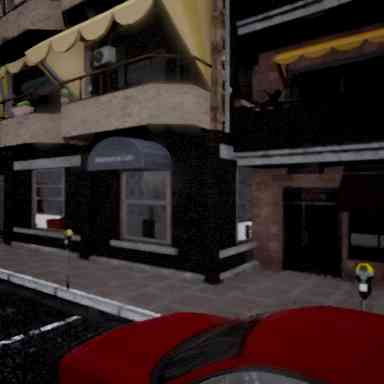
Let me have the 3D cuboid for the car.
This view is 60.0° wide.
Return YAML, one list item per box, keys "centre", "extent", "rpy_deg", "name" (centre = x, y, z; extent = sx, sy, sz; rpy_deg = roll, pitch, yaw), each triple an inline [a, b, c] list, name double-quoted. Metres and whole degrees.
- centre: [0.863, 1.543, 2.261]
  extent: [4.507, 1.381, 1.887]
  rpy_deg: [0, 0, 36]
  name: "car"
